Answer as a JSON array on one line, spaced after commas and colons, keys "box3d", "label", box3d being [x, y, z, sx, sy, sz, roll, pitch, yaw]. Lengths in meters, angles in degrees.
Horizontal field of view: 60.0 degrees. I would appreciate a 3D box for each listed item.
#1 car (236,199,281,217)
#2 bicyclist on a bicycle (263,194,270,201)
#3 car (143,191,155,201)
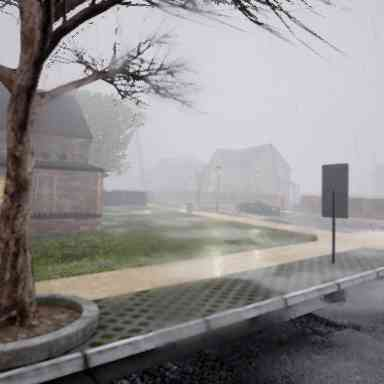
[{"box3d": [5.535, 1.289, 28.196, 1.994, 1.385, 4.181, 1, 1, -27], "label": "car"}, {"box3d": [7.016, 1.030, 31.713, 1.656, 1.620, 0.582, 1, 1, -28], "label": "bicyclist on a bicycle"}, {"box3d": [-7.300, 0.636, 52.472, 1.837, 1.490, 4.892, 1, 1, -27], "label": "car"}]
